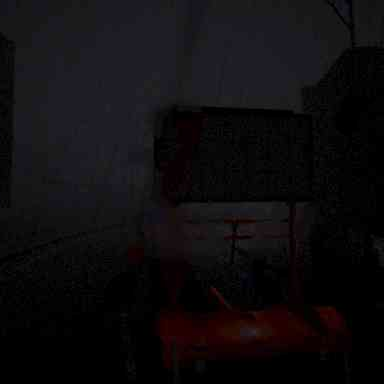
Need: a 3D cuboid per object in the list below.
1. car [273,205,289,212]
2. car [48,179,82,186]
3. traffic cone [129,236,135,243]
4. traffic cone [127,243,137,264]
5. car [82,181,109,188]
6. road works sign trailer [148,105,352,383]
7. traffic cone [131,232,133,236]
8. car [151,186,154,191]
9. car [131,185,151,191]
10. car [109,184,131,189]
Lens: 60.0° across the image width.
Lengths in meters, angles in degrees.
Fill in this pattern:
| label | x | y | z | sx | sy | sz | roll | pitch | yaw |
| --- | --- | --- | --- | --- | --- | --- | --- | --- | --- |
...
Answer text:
| label | x | y | z | sx | sy | sz | roll | pitch | yaw |
| --- | --- | --- | --- | --- | --- | --- | --- | --- | --- |
| car | 18.943 | 3.529 | 70.288 | 1.882 | 1.535 | 5.008 | -6 | -6 | 41 |
| car | -22.234 | -1.413 | 57.375 | 2.231 | 1.521 | 4.892 | -6 | -6 | 40 |
| traffic cone | -2.456 | 2.241 | 13.644 | 0.340 | 0.580 | 0.340 | -1 | -1 | -10 |
| traffic cone | -2.101 | 2.193 | 11.677 | 0.340 | 0.580 | 0.340 | -1 | -1 | -10 |
| car | -18.651 | -1.156 | 61.567 | 2.231 | 1.521 | 4.892 | -6 | -6 | 40 |
| road works sign trailer | 0.601 | 0.551 | 5.048 | 2.380 | 3.560 | 2.880 | 0 | -1 | -10 |
| traffic cone | -2.811 | 2.293 | 15.612 | 0.340 | 0.580 | 0.340 | -1 | -1 | -10 |
| car | -8.383 | -0.391 | 74.612 | 2.185 | 1.767 | 4.553 | -5 | -6 | 37 |
| car | -11.701 | -0.573 | 70.197 | 2.097 | 1.535 | 5.008 | -5 | -6 | 38 |
| car | -15.129 | -0.832 | 65.841 | 2.002 | 1.452 | 4.674 | -6 | -7 | 39 |
